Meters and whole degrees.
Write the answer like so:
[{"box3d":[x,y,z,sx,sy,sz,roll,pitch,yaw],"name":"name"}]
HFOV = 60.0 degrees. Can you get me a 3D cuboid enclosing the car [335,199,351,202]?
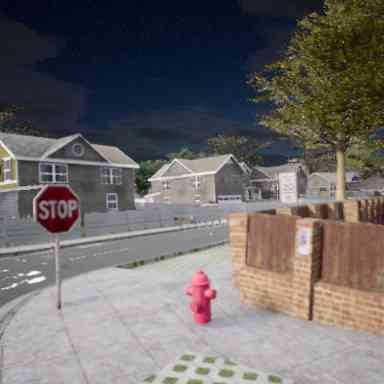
[{"box3d":[19.512,1.647,43.112,1.882,1.535,5.008,-4,-3,42],"name":"car"}]
